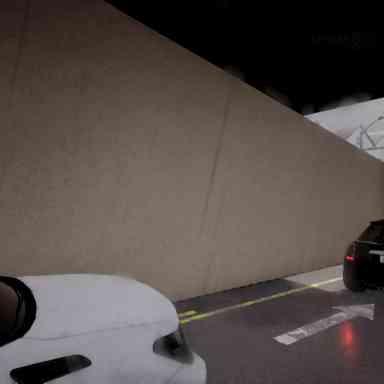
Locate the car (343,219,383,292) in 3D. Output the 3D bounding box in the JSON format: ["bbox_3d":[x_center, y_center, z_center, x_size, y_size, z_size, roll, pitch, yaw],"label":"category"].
[{"bbox_3d":[5.556,1.352,7.726,4.553,1.767,2.097,0,0,-36],"label":"car"}]

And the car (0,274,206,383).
[{"bbox_3d":[-2.539,1.221,1.978,5.566,2.045,2.150,0,0,-35],"label":"car"}]
